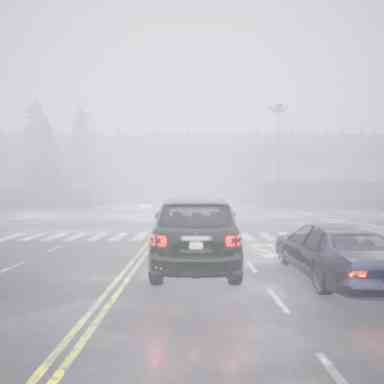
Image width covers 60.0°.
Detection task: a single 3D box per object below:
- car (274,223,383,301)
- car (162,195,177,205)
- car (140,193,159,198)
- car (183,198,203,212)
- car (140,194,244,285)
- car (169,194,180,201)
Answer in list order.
[{"bbox_3d":[3.586,1.498,8.420,2.033,1.411,5.357,0,0,0],"label":"car"},{"bbox_3d":[-3.562,1.257,53.337,1.994,1.385,4.181,0,0,0],"label":"car"},{"bbox_3d":[-7.064,1.186,53.082,2.128,1.511,4.902,0,0,0],"label":"car"},{"bbox_3d":[0.104,1.337,36.279,1.994,1.385,4.181,0,0,0],"label":"car"},{"bbox_3d":[0.092,1.166,9.420,2.150,2.045,5.566,0,0,0],"label":"car"},{"bbox_3d":[-3.499,1.148,68.678,2.033,1.411,5.357,0,0,0],"label":"car"}]
